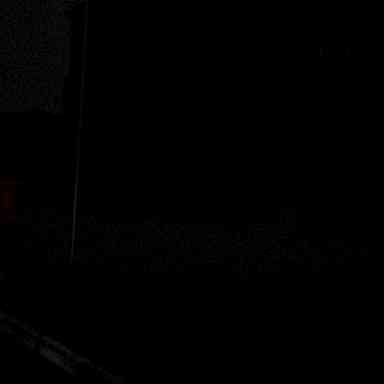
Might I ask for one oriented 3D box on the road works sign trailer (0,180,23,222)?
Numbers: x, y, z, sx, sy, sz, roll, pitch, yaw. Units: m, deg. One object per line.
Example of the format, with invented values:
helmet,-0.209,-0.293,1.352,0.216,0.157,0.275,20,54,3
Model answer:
road works sign trailer,-10.933,0.515,17.098,2.880,2.380,3.560,3,3,-7
